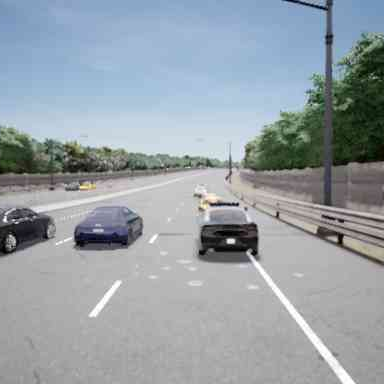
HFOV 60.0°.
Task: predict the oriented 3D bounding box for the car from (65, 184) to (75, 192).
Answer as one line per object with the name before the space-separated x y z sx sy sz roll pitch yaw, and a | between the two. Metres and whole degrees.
car | -22.558 -0.837 63.276 1.994 1.385 4.181 0 3 4

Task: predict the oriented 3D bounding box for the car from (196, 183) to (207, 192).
car | 1.872 -0.858 62.085 1.882 1.535 5.008 0 3 3

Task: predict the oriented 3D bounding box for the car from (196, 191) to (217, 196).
car | 1.356 0.955 22.182 1.801 1.575 5.366 0 2 1

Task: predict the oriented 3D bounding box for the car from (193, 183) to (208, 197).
car | 1.286 -0.107 49.338 1.812 1.442 4.674 0 3 3

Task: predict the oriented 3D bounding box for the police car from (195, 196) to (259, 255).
police car | 1.167 1.168 12.221 1.930 1.638 5.238 0 1 1

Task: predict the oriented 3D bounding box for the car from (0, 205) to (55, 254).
car | -6.777 1.246 12.243 1.837 1.490 4.892 0 2 1

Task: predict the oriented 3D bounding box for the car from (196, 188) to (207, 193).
car | 1.509 0.768 28.107 1.801 1.575 5.366 0 2 2

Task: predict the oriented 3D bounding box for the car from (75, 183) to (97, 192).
car | -19.185 -0.804 61.220 1.882 1.535 5.008 0 3 4

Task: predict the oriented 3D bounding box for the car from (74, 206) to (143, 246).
car | -3.253 1.275 13.652 1.994 1.385 4.181 0 1 1

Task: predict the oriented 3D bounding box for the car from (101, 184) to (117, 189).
car | -15.591 -0.759 62.619 1.895 1.301 4.718 0 3 4
